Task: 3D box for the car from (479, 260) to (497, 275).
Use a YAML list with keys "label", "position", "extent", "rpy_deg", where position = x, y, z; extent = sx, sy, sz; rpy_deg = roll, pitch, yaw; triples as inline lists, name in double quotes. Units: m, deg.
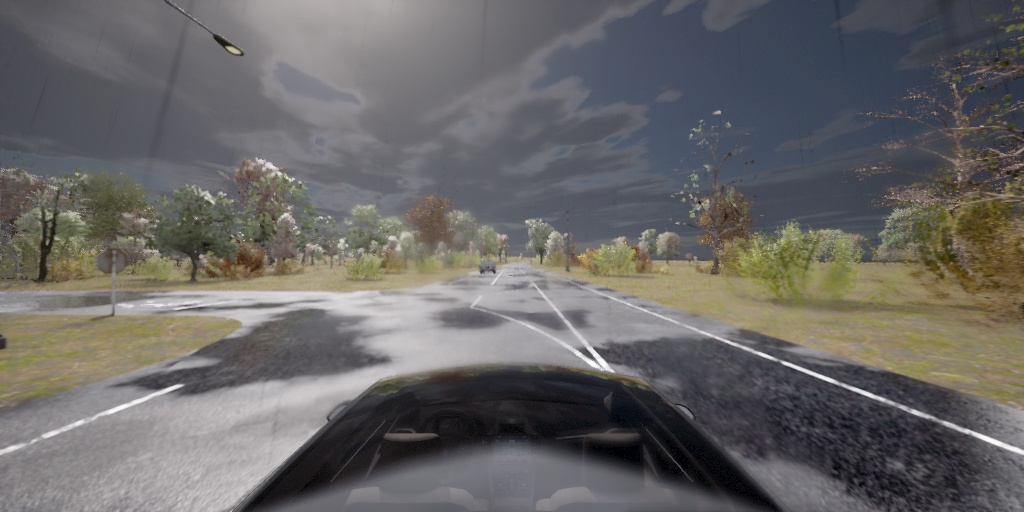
- label: "car"
  position: [-3.418, 1.586, 51.769]
  extent: [2.150, 2.045, 5.566]
  rpy_deg: [0, -1, 0]
